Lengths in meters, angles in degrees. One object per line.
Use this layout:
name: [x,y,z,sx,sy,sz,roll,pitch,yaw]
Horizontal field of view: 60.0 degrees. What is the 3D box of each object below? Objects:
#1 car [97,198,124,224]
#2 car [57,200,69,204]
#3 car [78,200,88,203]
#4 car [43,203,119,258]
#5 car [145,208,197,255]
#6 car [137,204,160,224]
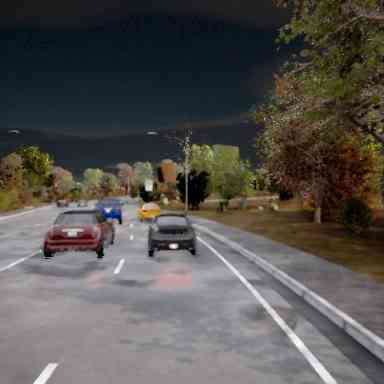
car: [-6.908,1.525,27.803,2.150,2.045,5.566,0,0,-12]
car: [-23.786,2.129,61.245,1.882,1.535,5.008,0,-1,-17]
car: [-20.445,2.168,62.284,2.128,1.511,4.902,0,-1,-17]
car: [-4.417,1.500,13.669,2.097,1.767,4.553,0,-1,-7]
car: [-0.942,1.664,14.117,1.837,1.490,4.892,0,0,-7]
car: [-3.861,1.808,30.133,1.882,1.535,5.008,0,0,-13]
